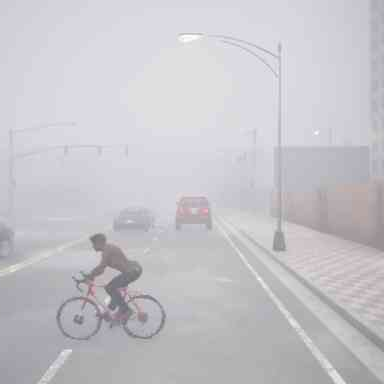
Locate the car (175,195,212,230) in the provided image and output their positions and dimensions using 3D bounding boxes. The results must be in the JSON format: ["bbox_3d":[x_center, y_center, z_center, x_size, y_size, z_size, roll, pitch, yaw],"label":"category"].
[{"bbox_3d":[0.096,1.222,21.445,2.150,2.045,5.566,0,0,0],"label":"car"}]

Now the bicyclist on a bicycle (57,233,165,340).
[{"bbox_3d":[-1.239,1.451,5.039,1.656,1.620,0.582,-2,0,0],"label":"bicyclist on a bicycle"}]

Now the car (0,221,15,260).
[{"bbox_3d":[-7.091,1.504,9.643,1.837,1.490,4.892,0,0,0],"label":"car"}]

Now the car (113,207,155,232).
[{"bbox_3d":[-3.404,1.564,20.100,1.994,1.385,4.181,0,0,0],"label":"car"}]
